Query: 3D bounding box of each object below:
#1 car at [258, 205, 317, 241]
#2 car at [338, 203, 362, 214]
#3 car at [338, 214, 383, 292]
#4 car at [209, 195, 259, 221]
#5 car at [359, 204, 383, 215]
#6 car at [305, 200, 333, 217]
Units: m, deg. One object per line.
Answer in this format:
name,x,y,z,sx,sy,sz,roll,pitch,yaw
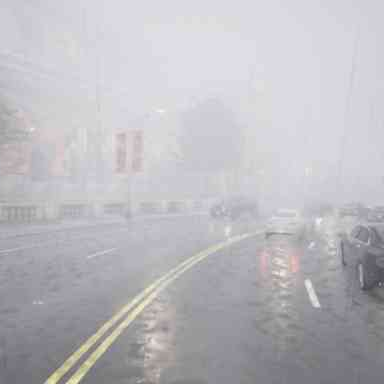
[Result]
car,5.135,1.591,17.350,1.812,1.442,4.674,0,0,28
car,15.409,1.732,31.460,2.033,1.411,5.357,1,0,38
car,5.176,1.564,8.819,1.837,1.490,4.892,0,-1,16
car,3.714,1.276,28.234,2.150,2.045,5.566,0,0,38
car,14.007,1.712,24.052,2.033,1.411,5.357,1,0,38
car,12.903,1.636,34.126,1.882,1.535,5.008,1,0,39
